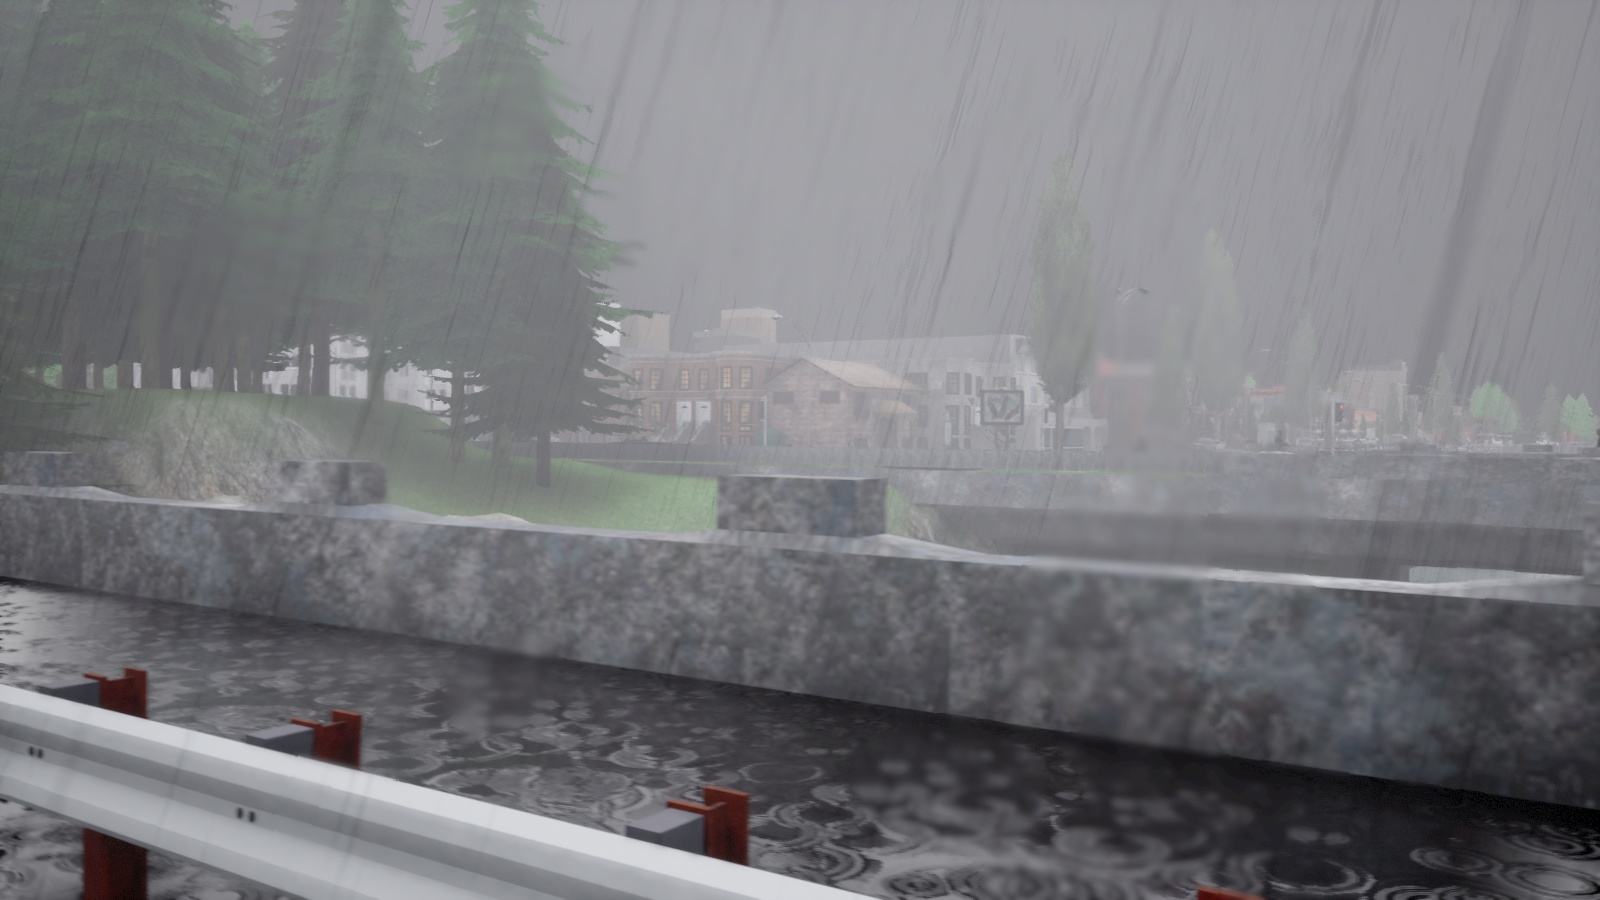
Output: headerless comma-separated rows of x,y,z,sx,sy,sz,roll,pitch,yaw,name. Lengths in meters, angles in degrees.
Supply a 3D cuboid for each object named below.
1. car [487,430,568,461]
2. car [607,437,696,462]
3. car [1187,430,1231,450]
-16.140,-0.280,74.448,4.553,1.767,2.097,0,1,34,car
-8.194,-0.038,69.161,4.718,1.301,1.895,0,1,34,car
29.811,-0.724,91.530,1.994,1.385,4.181,0,1,34,car
